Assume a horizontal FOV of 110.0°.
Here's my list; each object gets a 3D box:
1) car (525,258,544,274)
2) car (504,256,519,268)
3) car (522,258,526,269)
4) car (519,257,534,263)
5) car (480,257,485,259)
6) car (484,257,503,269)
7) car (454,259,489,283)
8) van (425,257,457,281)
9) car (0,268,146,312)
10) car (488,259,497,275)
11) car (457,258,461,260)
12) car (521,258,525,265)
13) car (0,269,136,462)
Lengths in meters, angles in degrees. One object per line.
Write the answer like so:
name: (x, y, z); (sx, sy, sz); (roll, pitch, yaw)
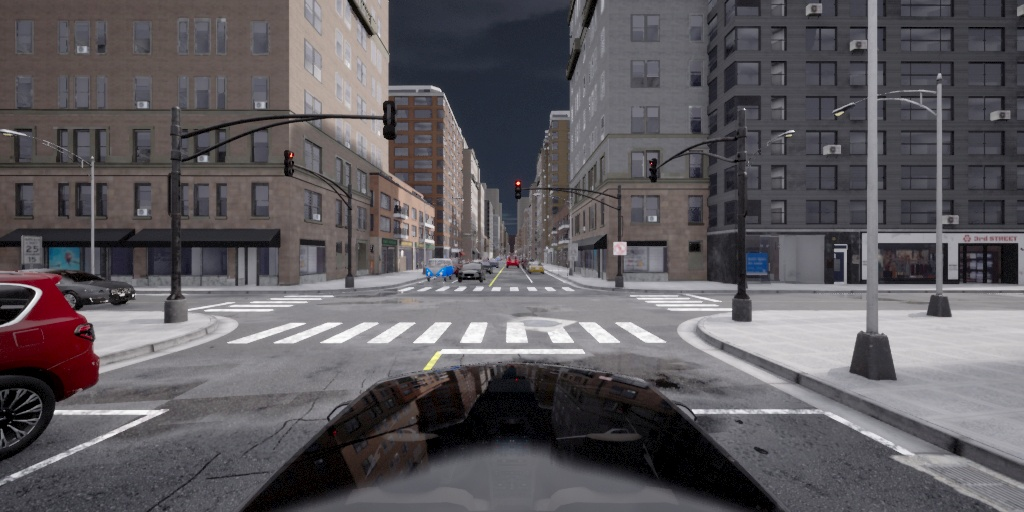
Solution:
car: (2.701, 1.272, 40.447); (1.751, 1.417, 4.829); (0, 0, 0)
car: (0.150, 0.964, 60.954); (2.150, 2.045, 5.566); (0, 0, 0)
car: (2.706, 1.296, 45.872); (2.007, 1.370, 4.403); (0, 0, 0)
car: (2.716, 1.058, 57.060); (2.192, 1.841, 5.009); (0, 0, 0)
car: (-5.810, 1.268, 56.879); (1.751, 1.417, 4.829); (0, 0, 0)
car: (-3.012, 1.290, 56.974); (2.033, 1.411, 5.357); (0, 0, 1)
car: (-3.077, 1.253, 28.191); (1.837, 1.490, 4.892); (0, 0, 0)
van: (-5.834, 1.088, 29.069); (1.690, 1.789, 3.998); (0, 0, 0)
car: (-17.565, 1.265, 13.846); (4.892, 1.490, 1.837); (0, 0, -2)
car: (-3.067, 1.294, 39.380); (2.033, 1.411, 5.357); (0, 0, 0)
car: (-5.830, 1.062, 34.665); (2.192, 1.841, 5.009); (0, 0, 0)
car: (2.711, 1.310, 51.466); (1.948, 1.339, 4.313); (0, 0, 0)
car: (-5.858, 1.065, 2.122); (2.192, 1.841, 5.009); (0, 0, 0)
